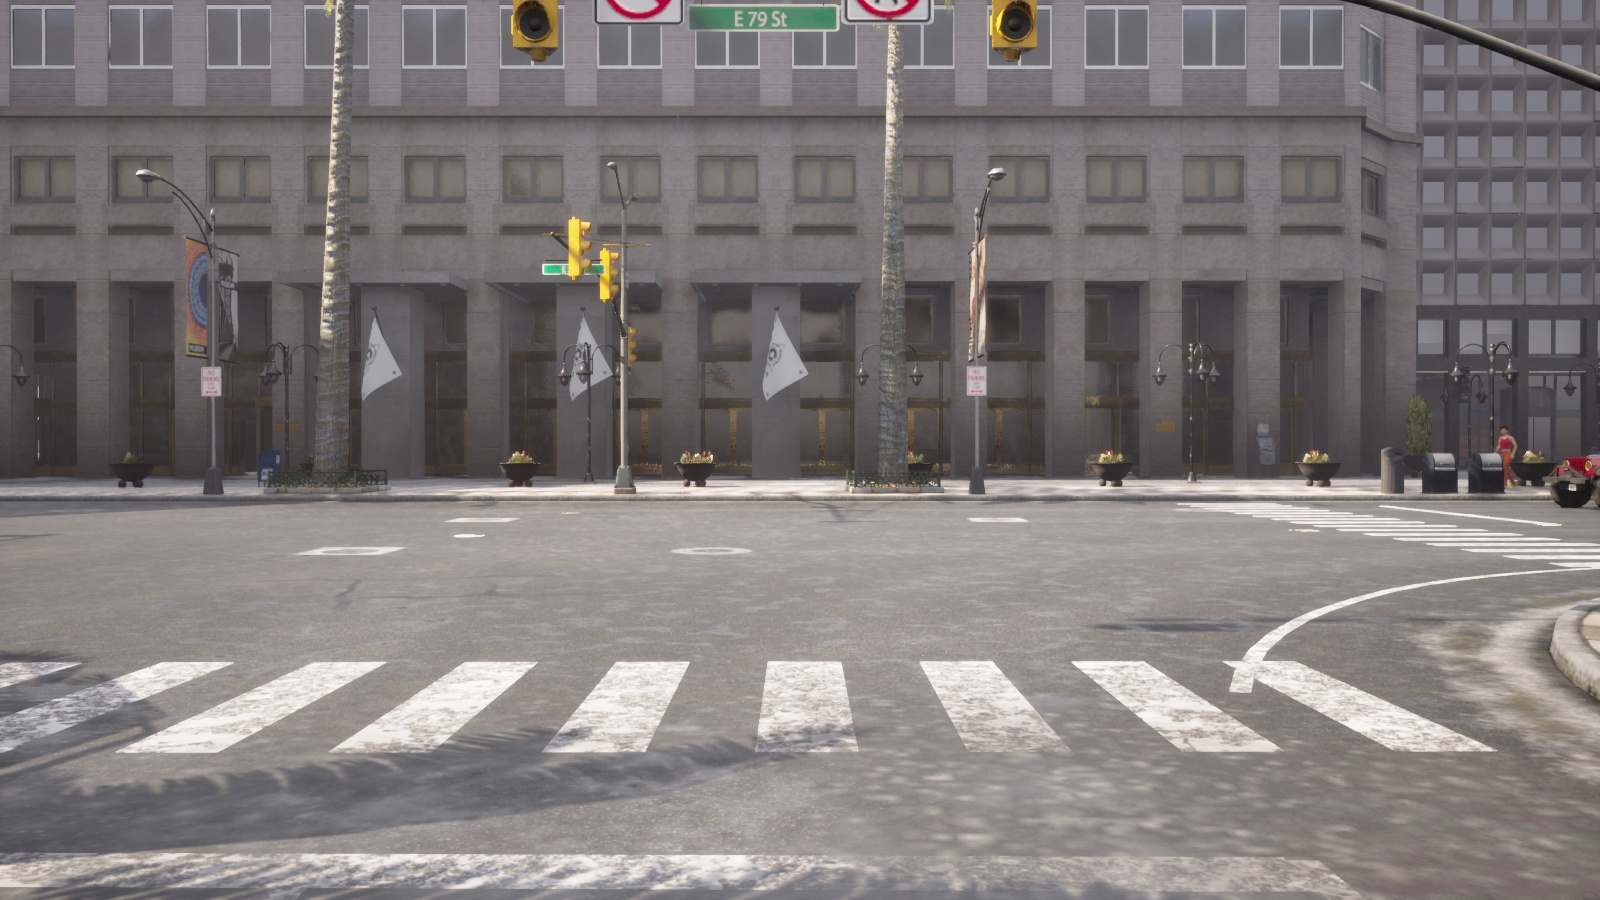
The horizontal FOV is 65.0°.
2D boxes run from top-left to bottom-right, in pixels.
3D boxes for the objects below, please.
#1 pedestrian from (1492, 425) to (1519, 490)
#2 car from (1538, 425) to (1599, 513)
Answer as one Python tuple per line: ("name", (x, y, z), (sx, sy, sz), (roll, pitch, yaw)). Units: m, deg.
("pedestrian", (20.162, 0.217, 35.898), (0.594, 1.836, 0.345), (0, 0, -9))
("car", (18.784, 0.401, 27.708), (3.866, 1.878, 1.905), (0, 0, 1))
